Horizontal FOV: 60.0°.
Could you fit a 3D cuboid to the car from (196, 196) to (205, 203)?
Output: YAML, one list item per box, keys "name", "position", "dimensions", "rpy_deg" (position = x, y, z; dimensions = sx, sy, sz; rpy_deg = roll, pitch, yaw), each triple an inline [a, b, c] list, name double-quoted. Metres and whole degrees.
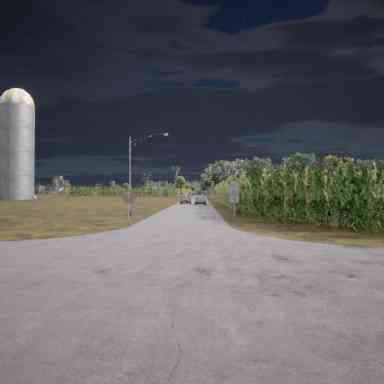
- name: "car"
  position: [1.737, 1.574, 67.717]
  dimensions: [1.895, 1.301, 4.718]
  rpy_deg: [0, 0, 1]

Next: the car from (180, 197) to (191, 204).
- name: "car"
  position: [-1.159, 1.543, 61.923]
  dimensions: [1.994, 1.385, 4.181]
  rpy_deg: [0, 0, 1]

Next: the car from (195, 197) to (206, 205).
- name: "car"
  position: [1.486, 1.546, 57.684]
  dimensions: [1.994, 1.385, 4.181]
  rpy_deg: [0, 0, 1]
